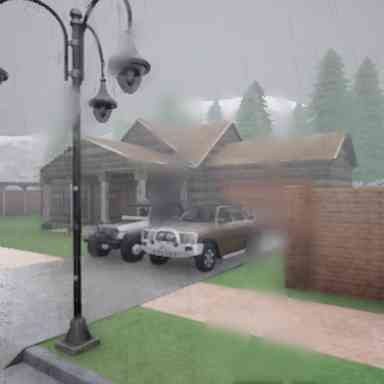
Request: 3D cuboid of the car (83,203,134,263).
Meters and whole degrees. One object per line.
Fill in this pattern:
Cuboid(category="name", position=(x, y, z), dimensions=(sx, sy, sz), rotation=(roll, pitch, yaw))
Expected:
Cuboid(category="car", position=(-1.713, 1.247, 11.725), dimensions=(1.905, 1.878, 3.866), rotation=(-1, 0, 35))

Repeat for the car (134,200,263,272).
Cuboid(category="car", position=(0.569, 1.222, 10.602), dimensions=(1.932, 1.855, 4.605), rotation=(-1, 0, 35))
